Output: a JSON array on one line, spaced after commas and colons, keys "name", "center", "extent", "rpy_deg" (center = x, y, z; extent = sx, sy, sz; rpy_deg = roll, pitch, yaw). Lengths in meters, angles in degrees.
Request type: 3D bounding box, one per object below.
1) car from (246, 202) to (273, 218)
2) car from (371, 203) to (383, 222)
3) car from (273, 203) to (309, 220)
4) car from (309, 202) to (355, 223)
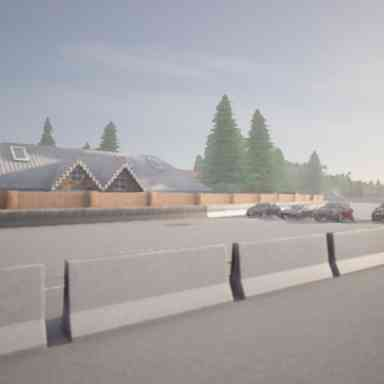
[{"name": "car", "center": [7.373, 1.835, 33.787], "extent": [1.837, 1.490, 4.892], "rpy_deg": [0, -1, 44]}, {"name": "car", "center": [17.324, 1.701, 29.057], "extent": [2.097, 1.767, 4.553], "rpy_deg": [0, -1, 42]}, {"name": "car", "center": [10.183, 1.875, 31.609], "extent": [2.033, 1.411, 5.357], "rpy_deg": [0, -1, 44]}, {"name": "car", "center": [12.444, 1.671, 28.987], "extent": [2.097, 1.767, 4.553], "rpy_deg": [0, -1, 44]}]
